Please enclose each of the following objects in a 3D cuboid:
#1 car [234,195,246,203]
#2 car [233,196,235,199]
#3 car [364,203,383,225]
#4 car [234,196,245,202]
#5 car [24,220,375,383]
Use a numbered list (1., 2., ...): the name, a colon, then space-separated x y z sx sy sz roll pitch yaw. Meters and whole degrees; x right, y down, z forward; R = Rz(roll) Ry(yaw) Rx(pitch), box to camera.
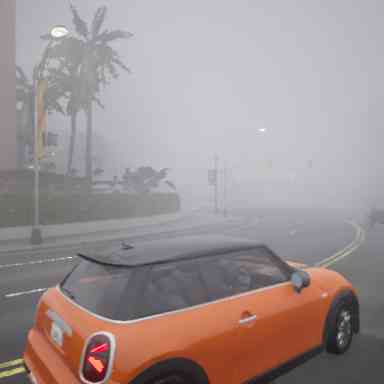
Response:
1. car: 11.423 1.856 77.266 2.097 1.535 5.008 0 0 7
2. car: 12.128 1.762 83.655 2.185 1.767 4.553 0 0 7
3. car: 13.171 1.563 23.091 1.882 1.535 5.008 0 0 22
4. car: 13.579 1.941 94.331 2.231 1.521 4.892 0 0 17
5. car: 0.361 1.377 4.511 4.553 1.767 2.097 0 0 -39
